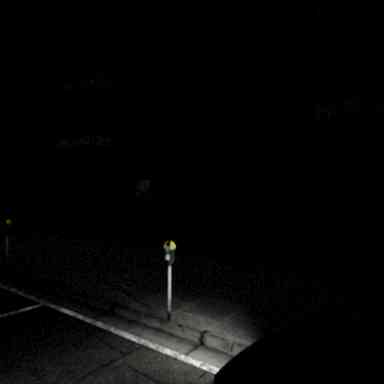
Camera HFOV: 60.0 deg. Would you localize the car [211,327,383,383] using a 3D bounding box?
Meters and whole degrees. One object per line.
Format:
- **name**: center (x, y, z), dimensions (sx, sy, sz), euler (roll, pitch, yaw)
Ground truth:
- **car**: center (2.286, 1.519, 1.581), dimensions (4.892, 1.490, 1.837), euler (1, 0, 37)
